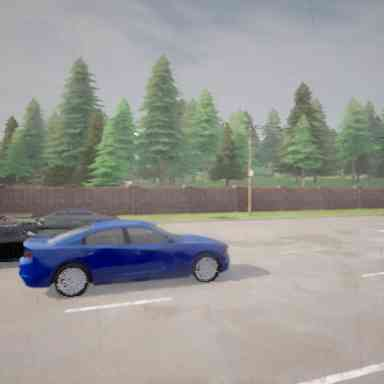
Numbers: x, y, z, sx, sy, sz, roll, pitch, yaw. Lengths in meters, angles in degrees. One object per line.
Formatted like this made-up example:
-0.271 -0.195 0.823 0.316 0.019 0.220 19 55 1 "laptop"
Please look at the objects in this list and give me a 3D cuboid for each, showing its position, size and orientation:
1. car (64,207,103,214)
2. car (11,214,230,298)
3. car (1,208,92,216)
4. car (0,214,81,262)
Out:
-5.984 1.487 17.801 4.181 1.385 1.994 0 0 -21 "car"
-1.477 1.441 8.276 5.008 1.535 1.882 0 0 -21 "car"
-6.785 1.543 13.764 4.718 1.301 1.895 0 0 -21 "car"
-5.546 1.557 10.489 4.718 1.301 1.895 0 0 -21 "car"
